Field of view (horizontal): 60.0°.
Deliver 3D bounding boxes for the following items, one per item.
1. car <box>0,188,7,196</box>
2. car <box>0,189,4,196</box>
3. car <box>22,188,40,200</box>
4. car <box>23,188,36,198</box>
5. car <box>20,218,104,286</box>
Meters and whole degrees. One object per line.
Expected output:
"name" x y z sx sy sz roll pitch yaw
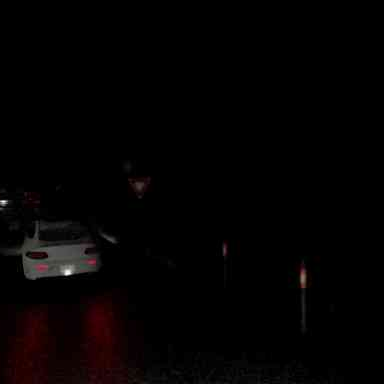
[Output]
"car" -28.251 0.047 48.753 1.882 1.535 5.008 -1 2 -27
"car" -20.893 0.782 34.251 2.033 1.411 5.357 -1 2 -27
"car" -22.976 0.211 47.493 2.097 1.767 4.553 -1 2 -27
"car" -28.064 0.115 57.274 1.837 1.490 4.892 -1 2 -27
"car" -3.708 1.447 9.331 1.812 1.442 4.674 -1 2 -25
